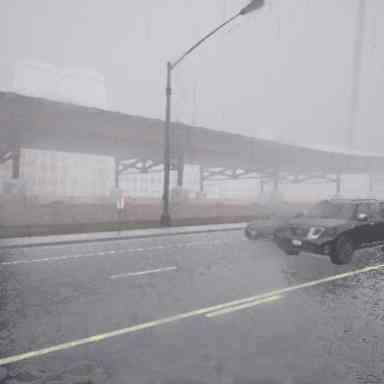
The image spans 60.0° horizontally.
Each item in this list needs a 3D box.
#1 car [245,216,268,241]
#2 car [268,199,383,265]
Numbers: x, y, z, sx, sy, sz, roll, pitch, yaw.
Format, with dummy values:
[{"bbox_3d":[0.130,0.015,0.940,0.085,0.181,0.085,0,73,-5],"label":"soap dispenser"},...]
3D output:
[{"bbox_3d":[4.653,1.583,15.893,4.892,1.490,1.837,0,0,-35],"label":"car"},{"bbox_3d":[5.628,1.292,12.298,5.566,2.045,2.150,0,0,-35],"label":"car"}]
